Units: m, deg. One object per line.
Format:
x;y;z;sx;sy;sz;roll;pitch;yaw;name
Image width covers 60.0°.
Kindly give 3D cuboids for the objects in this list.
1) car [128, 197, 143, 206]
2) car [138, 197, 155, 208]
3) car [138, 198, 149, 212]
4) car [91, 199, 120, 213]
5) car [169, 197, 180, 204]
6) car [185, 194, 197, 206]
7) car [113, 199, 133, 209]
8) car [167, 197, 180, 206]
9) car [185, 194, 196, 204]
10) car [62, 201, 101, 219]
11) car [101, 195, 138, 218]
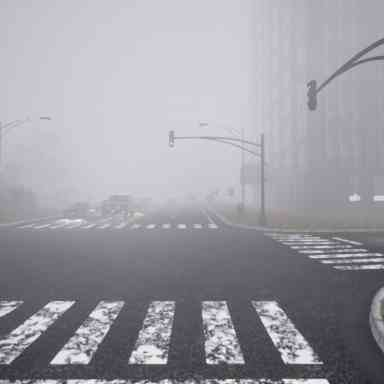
-10.072;1.684;59.268;1.837;1.490;4.892;0;0;0;car
-6.816;1.483;50.392;2.097;1.767;4.553;0;0;-1;car
-6.782;1.688;40.621;1.895;1.301;4.718;0;0;0;car
-10.024;1.629;39.013;2.033;1.411;5.357;0;0;0;car
-3.570;1.792;69.359;2.033;1.411;5.357;0;0;0;car
-0.176;1.539;60.509;2.097;1.767;4.553;0;0;0;car
-10.058;1.688;48.947;1.994;1.385;4.181;0;0;0;car
-3.523;1.706;59.356;1.812;1.442;4.674;0;0;0;car
-0.268;1.475;70.637;2.150;2.045;5.566;0;0;0;car
-9.983;1.616;29.771;1.994;1.385;4.181;0;0;0;car
-6.738;1.277;30.860;2.150;2.045;5.566;0;0;0;car
